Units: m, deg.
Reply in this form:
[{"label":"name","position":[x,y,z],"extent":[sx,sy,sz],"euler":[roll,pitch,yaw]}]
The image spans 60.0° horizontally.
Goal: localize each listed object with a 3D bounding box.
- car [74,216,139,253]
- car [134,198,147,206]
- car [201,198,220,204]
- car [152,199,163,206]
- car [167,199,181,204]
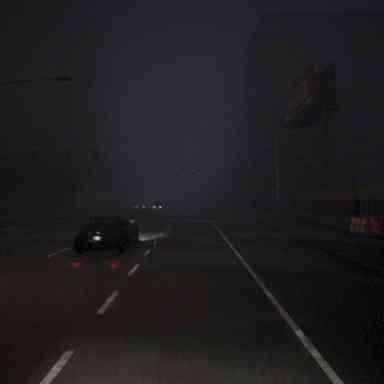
[{"label":"car","position":[-3.503,1.698,14.295],"extent":[1.994,1.385,4.181],"euler":[0,0,0]},{"label":"car","position":[-10.536,1.993,68.484],"extent":[2.097,1.767,4.553],"euler":[0,-1,0]},{"label":"car","position":[4.808,2.231,85.854],"extent":[5.008,1.535,1.882],"euler":[0,0,-22]},{"label":"car","position":[-7.036,2.191,68.487],"extent":[1.994,1.385,4.181],"euler":[0,0,0]},{"label":"car","position":[-4.649,2.357,84.845],"extent":[1.895,1.301,4.718],"euler":[0,-1,-27]}]
